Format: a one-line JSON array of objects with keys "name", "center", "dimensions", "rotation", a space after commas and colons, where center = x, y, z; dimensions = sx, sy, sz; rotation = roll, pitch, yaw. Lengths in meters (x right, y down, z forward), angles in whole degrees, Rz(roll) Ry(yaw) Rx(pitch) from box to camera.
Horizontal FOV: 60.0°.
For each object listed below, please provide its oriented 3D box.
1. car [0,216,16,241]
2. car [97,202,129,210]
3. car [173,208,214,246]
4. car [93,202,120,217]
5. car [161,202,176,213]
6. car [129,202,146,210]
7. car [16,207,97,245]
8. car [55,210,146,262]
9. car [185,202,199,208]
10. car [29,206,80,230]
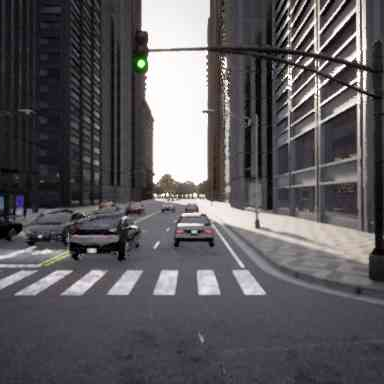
[{"name": "car", "center": [-9.865, 1.796, 15.343], "dimensions": [1.895, 1.301, 4.718], "rotation": [0, -1, 1]}, {"name": "car", "center": [-6.602, 1.836, 26.375], "dimensions": [1.837, 1.490, 4.892], "rotation": [0, 0, 0]}, {"name": "car", "center": [0.095, 1.754, 16.458], "dimensions": [2.033, 1.411, 5.357], "rotation": [0, -1, 0]}, {"name": "car", "center": [-9.845, 1.967, 38.753], "dimensions": [1.882, 1.535, 5.008], "rotation": [0, -1, 0]}, {"name": "car", "center": [-3.263, 2.140, 46.830], "dimensions": [2.033, 1.411, 5.357], "rotation": [0, -1, 0]}, {"name": "car", "center": [-6.591, 1.969, 38.942], "dimensions": [1.882, 1.535, 5.008], "rotation": [0, -1, 0]}, {"name": "car", "center": [-6.598, 1.718, 16.880], "dimensions": [1.837, 1.490, 4.892], "rotation": [0, -1, 0]}, {"name": "car", "center": [-3.154, 1.655, 12.912], "dimensions": [2.128, 1.511, 4.902], "rotation": [0, -1, 0]}, {"name": "car", "center": [-0.014, 2.161, 47.247], "dimensions": [1.994, 1.385, 4.181], "rotation": [0, -1, 0]}, {"name": "car", "center": [-9.843, 1.832, 24.288], "dimensions": [1.812, 1.442, 4.674], "rotation": [0, -1, 0]}]
